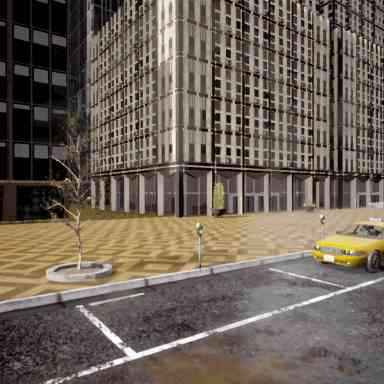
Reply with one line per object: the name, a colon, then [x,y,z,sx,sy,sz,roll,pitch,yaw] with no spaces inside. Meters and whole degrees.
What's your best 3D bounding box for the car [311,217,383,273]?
car: [5.780,1.526,10.677,4.829,1.417,1.752,0,0,-35]
